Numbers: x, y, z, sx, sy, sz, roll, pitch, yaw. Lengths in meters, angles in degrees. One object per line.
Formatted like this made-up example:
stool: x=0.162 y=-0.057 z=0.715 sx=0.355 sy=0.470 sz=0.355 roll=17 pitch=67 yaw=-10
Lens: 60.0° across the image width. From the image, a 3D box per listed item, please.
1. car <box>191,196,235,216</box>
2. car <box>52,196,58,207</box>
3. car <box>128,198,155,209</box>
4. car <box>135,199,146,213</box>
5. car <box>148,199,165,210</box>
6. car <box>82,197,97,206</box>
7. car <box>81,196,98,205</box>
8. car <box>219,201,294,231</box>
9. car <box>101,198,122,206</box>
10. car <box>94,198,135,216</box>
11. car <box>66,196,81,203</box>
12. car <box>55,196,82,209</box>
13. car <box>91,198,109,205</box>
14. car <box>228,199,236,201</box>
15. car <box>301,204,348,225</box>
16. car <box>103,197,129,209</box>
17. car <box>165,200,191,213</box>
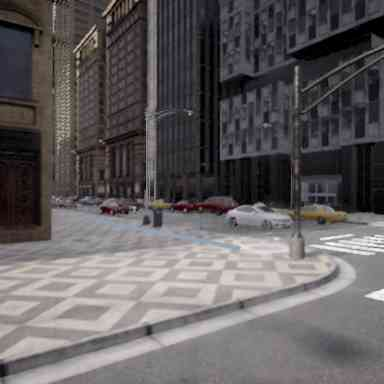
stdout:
car: x=2.460 y=1.357 z=33.327 sx=2.192 sy=1.841 sz=5.009 roll=0 pitch=0 yaw=-35
car: x=-20.628 y=1.687 z=51.302 sx=1.802 sy=1.307 sz=4.206 roll=0 pitch=0 yaw=-35
car: x=-7.217 y=1.638 z=47.066 sx=2.008 sy=1.369 sz=4.403 roll=0 pitch=0 yaw=-35
car: x=-7.527 y=1.548 z=37.347 sx=2.128 sy=1.511 sz=4.902 roll=0 pitch=0 yaw=-35
car: x=-4.089 y=1.598 z=42.625 sx=1.752 sy=1.417 sz=4.829 roll=0 pitch=0 yaw=-35
car: x=-17.036 y=1.668 z=56.213 sx=2.033 sy=1.411 sz=5.357 roll=0 pitch=0 yaw=-35
car: x=-20.120 y=1.592 z=65.385 sx=1.967 sy=1.590 sz=4.097 roll=0 pitch=0 yaw=-35
car: x=4.092 y=1.528 z=20.797 sx=1.812 sy=1.442 sz=4.674 roll=0 pitch=0 yaw=-36
car: x=-13.668 y=1.685 z=56.225 sx=1.947 sy=1.339 sz=4.313 roll=0 pitch=0 yaw=-35
car: x=-7.725 y=1.587 z=32.983 sx=1.887 sy=1.381 sz=4.507 roll=0 pitch=0 yaw=-35
car: x=-26.572 y=1.626 z=74.544 sx=1.967 sy=1.590 sz=4.097 roll=0 pitch=0 yaw=-35
car: x=-17.403 y=1.671 z=46.723 sx=1.802 sy=1.307 sz=4.206 roll=0 pitch=0 yaw=-35
car: x=-16.894 y=1.718 z=60.805 sx=1.802 sy=1.307 sz=4.206 roll=0 pitch=0 yaw=-35
car: x=5.589 y=1.553 z=28.886 sx=1.752 sy=1.417 sz=4.829 roll=0 pitch=0 yaw=-35
car: x=8.814 y=1.538 z=24.306 sx=1.752 sy=1.417 sz=4.829 roll=0 pitch=0 yaw=-35
car: x=-11.002 y=1.568 z=47.736 sx=1.882 sy=1.535 sz=5.008 roll=0 pitch=0 yaw=-34
car: x=-0.765 y=1.602 z=37.906 sx=1.887 sy=1.381 sz=4.507 roll=0 pitch=0 yaw=-35
